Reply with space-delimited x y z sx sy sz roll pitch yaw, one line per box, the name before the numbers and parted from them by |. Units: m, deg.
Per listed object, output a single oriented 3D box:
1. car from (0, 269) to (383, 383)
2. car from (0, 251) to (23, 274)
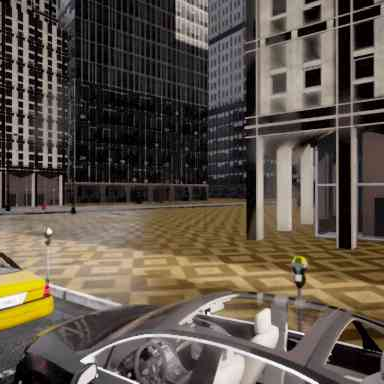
car | 0.272 1.551 2.684 4.403 1.369 2.008 0 0 36
car | -4.480 1.523 6.079 4.829 1.417 1.752 0 0 36
